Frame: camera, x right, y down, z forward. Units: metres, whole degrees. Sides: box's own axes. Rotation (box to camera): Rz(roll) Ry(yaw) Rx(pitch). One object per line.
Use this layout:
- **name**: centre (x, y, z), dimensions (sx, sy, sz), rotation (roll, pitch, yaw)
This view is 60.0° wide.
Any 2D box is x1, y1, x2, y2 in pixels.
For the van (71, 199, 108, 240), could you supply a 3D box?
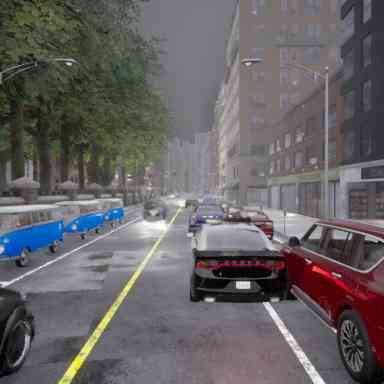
- **van**: centre (-5.684, 1.334, 16.628), dimensions (1.690, 1.788, 3.998), rotation (0, 0, 0)

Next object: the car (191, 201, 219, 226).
- **car**: centre (0.880, 1.492, 24.292), dimensions (1.837, 1.490, 4.892), rotation (0, 0, 0)

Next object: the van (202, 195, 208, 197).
- **van**: centre (2.812, 1.291, 50.623), dimensions (1.690, 1.788, 3.998), rotation (0, 0, 0)

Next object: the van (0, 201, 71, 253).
- **van**: centre (-5.679, 1.337, 10.970), dimensions (1.690, 1.788, 3.998), rotation (0, 0, 0)

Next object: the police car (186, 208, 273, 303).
- **police car**: centre (0.894, 1.423, 8.402), dimensions (1.930, 1.638, 5.238), rotation (0, 0, 0)

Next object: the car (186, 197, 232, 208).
- **car**: centre (0.864, 1.343, 18.262), dimensions (2.097, 1.767, 4.553), rotation (0, 0, 0)

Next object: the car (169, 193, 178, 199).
- **car**: centre (-5.751, 1.381, 94.095), dimensions (1.752, 1.417, 4.829), rotation (0, 0, 0)

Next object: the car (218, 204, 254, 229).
- **car**: centre (2.837, 1.570, 22.321), dimensions (1.802, 1.307, 4.206), rotation (0, 0, 0)

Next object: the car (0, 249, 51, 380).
- **car**: centre (-3.101, 1.563, 2.787), dimensions (1.994, 1.385, 4.181), rotation (0, 0, 0)

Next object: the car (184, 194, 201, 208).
- **car**: centre (-0.012, 1.462, 46.111), dimensions (1.837, 1.490, 4.892), rotation (0, 0, 0)

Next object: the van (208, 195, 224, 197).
- **van**: centre (2.827, 1.317, 33.642), dimensions (1.690, 1.788, 3.998), rotation (0, 0, 0)

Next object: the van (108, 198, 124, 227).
- **van**: centre (-5.689, 1.329, 22.286), dimensions (1.690, 1.788, 3.998), rotation (0, 0, 0)

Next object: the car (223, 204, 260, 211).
- **car**: centre (2.842, 1.538, 16.661), dimensions (1.887, 1.381, 4.507), rotation (0, 0, 0)

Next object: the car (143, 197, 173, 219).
- **car**: centre (-3.024, 1.473, 28.464), dimensions (2.128, 1.511, 4.902), rotation (0, 0, 0)

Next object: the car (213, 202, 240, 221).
- **car**: centre (2.832, 1.564, 27.982), dimensions (1.802, 1.307, 4.206), rotation (0, 0, 0)

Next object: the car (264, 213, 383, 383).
- **car**: centre (2.850, 1.314, 5.340), dimensions (2.192, 1.841, 5.009), rotation (0, 0, 0)

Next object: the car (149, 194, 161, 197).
- **car**: centre (-5.713, 1.265, 50.576), dimensions (2.192, 1.841, 5.009), rotation (0, 0, 0)
